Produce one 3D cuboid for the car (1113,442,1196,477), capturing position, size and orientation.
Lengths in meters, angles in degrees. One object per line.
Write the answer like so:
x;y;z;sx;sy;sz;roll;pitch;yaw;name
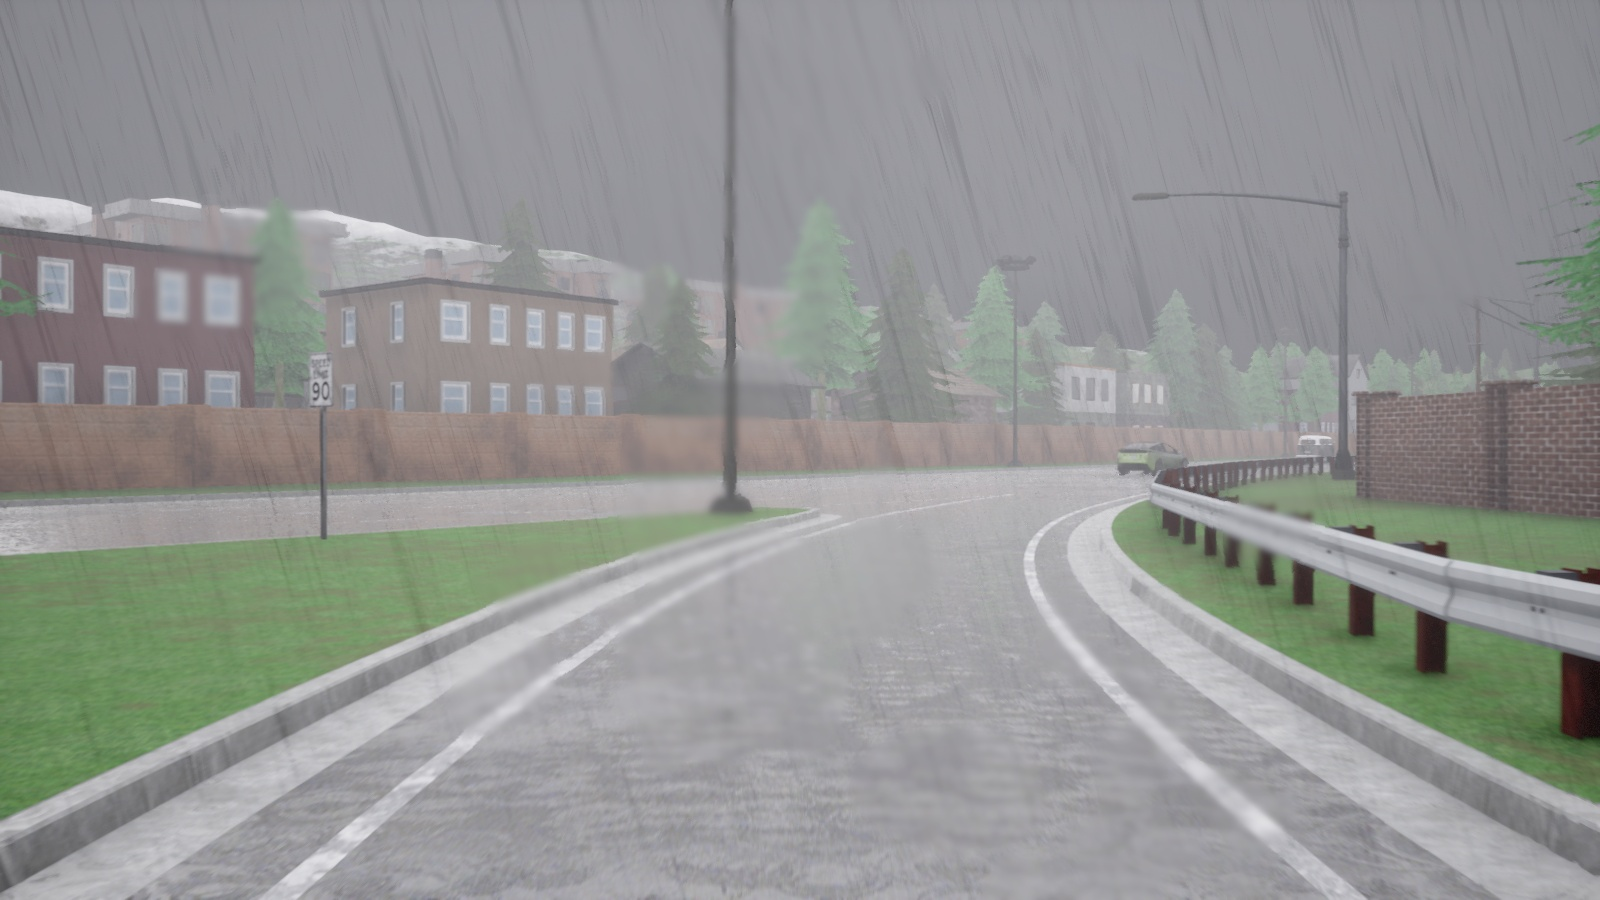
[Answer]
16.137;0.384;57.072;2.007;1.525;4.514;0;0;39;car
